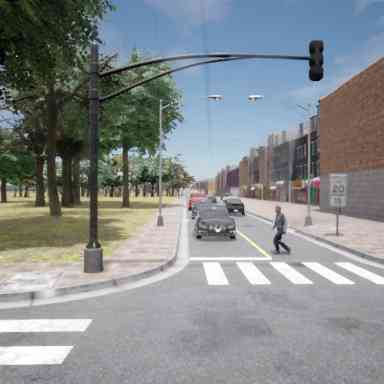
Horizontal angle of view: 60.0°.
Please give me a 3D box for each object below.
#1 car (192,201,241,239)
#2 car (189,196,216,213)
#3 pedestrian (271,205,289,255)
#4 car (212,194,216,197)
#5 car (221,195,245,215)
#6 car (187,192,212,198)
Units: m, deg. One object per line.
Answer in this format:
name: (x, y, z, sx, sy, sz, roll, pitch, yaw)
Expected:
car: (1.097, 1.453, 17.221, 1.837, 1.490, 4.892, 0, 1, -1)
car: (0.899, 1.360, 27.271, 1.837, 1.490, 4.892, 0, 0, -1)
pedestrian: (3.133, 1.306, 11.869, 0.375, 1.860, 0.375, 1, 0, -1)
car: (3.210, 1.195, 58.856, 2.128, 1.511, 4.902, 0, 0, -1)
car: (3.763, 1.342, 31.277, 1.837, 1.490, 4.892, 0, 0, -1)
car: (0.694, 0.999, 37.980, 2.150, 2.045, 5.566, 0, 0, -1)
